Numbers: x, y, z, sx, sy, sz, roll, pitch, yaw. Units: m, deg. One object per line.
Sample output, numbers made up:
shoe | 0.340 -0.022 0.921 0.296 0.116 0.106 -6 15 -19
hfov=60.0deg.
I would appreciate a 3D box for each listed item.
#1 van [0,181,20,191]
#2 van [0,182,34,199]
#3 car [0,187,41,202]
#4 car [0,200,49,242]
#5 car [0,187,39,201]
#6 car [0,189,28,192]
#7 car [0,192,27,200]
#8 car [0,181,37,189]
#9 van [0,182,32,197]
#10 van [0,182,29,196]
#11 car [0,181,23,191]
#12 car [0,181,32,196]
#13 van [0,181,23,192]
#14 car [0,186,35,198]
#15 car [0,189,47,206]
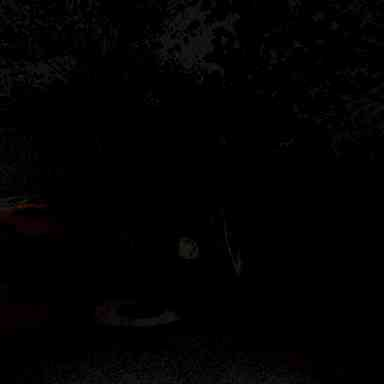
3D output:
van | -40.224 -1.334 72.707 4.442 1.987 1.878 1 1 -30
van | -22.238 -0.144 41.367 4.442 1.987 1.878 1 2 -31
car | -19.417 0.308 36.786 4.792 1.488 2.163 1 2 -30
car | -6.914 1.307 15.239 5.008 1.535 2.097 1 2 -30
car | -20.743 0.210 39.065 4.792 1.488 2.163 1 1 -30
car | -12.577 0.845 24.610 5.366 1.575 1.946 1 2 -30
car | -8.271 1.067 17.647 4.553 1.767 2.185 1 2 -30
car | -15.168 0.370 29.494 5.566 2.045 2.435 1 2 -30
van | -24.838 -0.327 46.279 4.442 1.987 1.878 1 1 -30
van | -26.432 -0.421 48.555 4.442 1.987 1.878 1 1 -30
car | -38.956 -1.271 70.241 5.566 2.045 2.435 1 1 -30
car | -27.748 -0.537 50.991 5.566 2.045 2.435 1 1 -30
van | -34.652 -0.969 63.137 4.442 1.987 1.878 1 1 -30
car | -23.548 -0.012 43.835 5.008 1.535 2.097 1 1 -30
car | -16.618 0.535 31.865 4.792 1.488 2.163 1 2 -30
